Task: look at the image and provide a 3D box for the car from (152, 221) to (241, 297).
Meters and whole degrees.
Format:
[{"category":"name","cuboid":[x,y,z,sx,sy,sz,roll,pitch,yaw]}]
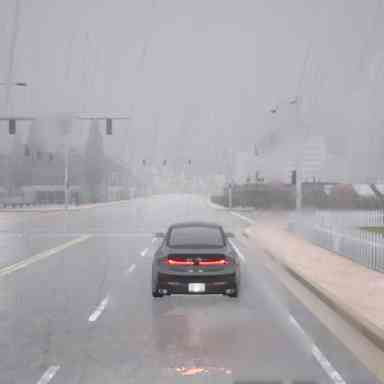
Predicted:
[{"category":"car","cuboid":[0.083,1.501,8.518,1.837,1.490,4.892,0,0,0]}]
